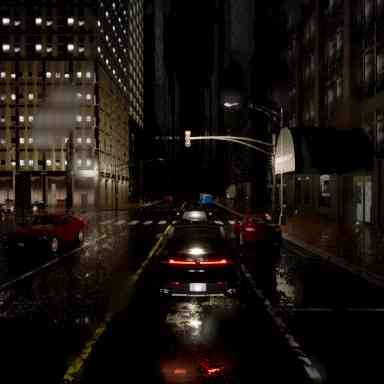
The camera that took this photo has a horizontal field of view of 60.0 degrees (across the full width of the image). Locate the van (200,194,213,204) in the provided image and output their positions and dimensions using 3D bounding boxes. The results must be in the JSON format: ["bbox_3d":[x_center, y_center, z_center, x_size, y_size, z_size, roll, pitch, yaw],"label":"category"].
[{"bbox_3d":[2.766,1.329,58.481,1.690,1.788,3.998,0,0,0],"label":"van"}]

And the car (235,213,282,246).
[{"bbox_3d":[2.835,1.580,14.888,1.802,1.307,4.206,0,0,0],"label":"car"}]

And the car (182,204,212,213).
[{"bbox_3d":[0.125,1.562,17.411,1.994,1.385,4.181,0,0,0],"label":"car"}]

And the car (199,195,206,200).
[{"bbox_3d":[2.816,1.550,92.661,1.802,1.307,4.206,0,0,0],"label":"car"}]

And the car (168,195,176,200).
[{"bbox_3d":[-5.564,1.533,92.674,1.947,1.339,4.313,0,0,0],"label":"car"}]

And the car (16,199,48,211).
[{"bbox_3d":[-18.470,1.499,37.262,4.403,1.369,2.008,0,0,1],"label":"car"}]

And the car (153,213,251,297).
[{"bbox_3d":[0.111,1.504,8.535,1.837,1.490,4.892,0,0,0],"label":"car"}]

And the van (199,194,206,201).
[{"bbox_3d":[2.807,1.313,86.965,1.690,1.788,3.998,0,0,0],"label":"van"}]

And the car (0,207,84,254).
[{"bbox_3d":[-5.806,1.543,13.523,1.887,1.381,4.507,0,0,0],"label":"car"}]

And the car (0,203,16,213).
[{"bbox_3d":[-18.569,1.308,28.881,5.009,1.841,2.192,0,0,1],"label":"car"}]

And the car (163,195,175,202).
[{"bbox_3d":[-5.588,1.524,75.583,1.887,1.381,4.507,0,0,0],"label":"car"}]

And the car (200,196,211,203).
[{"bbox_3d":[2.784,1.534,69.874,2.008,1.369,4.403,0,0,0],"label":"car"}]
